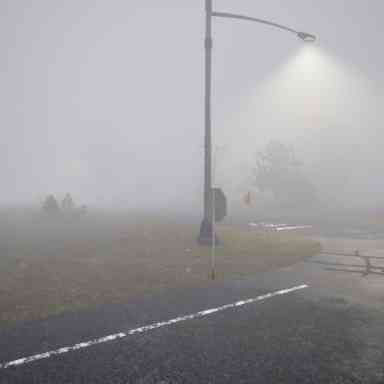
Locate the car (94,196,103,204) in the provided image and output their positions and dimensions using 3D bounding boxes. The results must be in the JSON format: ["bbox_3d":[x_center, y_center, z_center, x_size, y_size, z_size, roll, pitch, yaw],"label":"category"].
[{"bbox_3d":[-16.378,1.438,60.890,2.033,1.411,5.357,0,0,-34],"label":"car"}]

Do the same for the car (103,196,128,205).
[{"bbox_3d":[-12.377,1.451,54.982,2.033,1.411,5.357,0,0,-33],"label":"car"}]
